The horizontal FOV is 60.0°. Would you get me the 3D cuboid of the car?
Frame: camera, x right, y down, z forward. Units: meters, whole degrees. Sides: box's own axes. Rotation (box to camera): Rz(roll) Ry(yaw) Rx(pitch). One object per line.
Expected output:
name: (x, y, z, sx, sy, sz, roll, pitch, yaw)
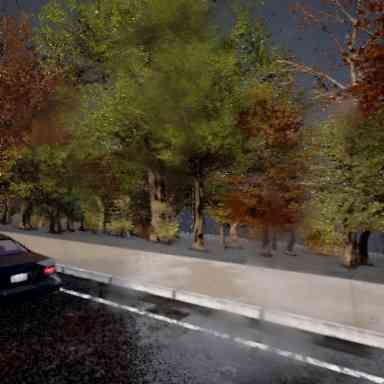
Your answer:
car: (-5.089, 1.565, 7.315, 5.357, 1.411, 2.033, 0, 0, 36)
